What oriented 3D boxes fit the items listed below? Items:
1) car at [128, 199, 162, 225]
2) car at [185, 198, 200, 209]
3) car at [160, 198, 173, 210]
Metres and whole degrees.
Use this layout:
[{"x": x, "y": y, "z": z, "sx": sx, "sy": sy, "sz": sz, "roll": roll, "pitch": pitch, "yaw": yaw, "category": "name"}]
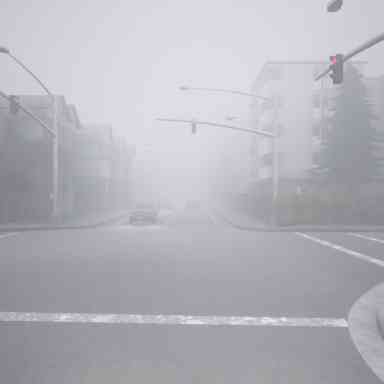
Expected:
[{"x": -3.456, "y": 1.505, "z": 24.432, "sx": 1.837, "sy": 1.490, "sz": 4.892, "roll": 0, "pitch": 0, "yaw": -2, "category": "car"}, {"x": 0.104, "y": 1.526, "z": 45.561, "sx": 1.812, "sy": 1.442, "sz": 4.674, "roll": 0, "pitch": 0, "yaw": 0, "category": "car"}, {"x": -3.569, "y": 1.491, "z": 43.625, "sx": 2.128, "sy": 1.511, "sz": 4.902, "roll": 0, "pitch": 0, "yaw": 0, "category": "car"}]
